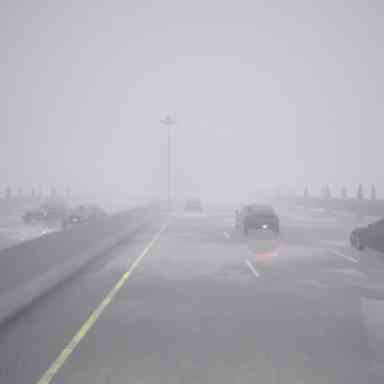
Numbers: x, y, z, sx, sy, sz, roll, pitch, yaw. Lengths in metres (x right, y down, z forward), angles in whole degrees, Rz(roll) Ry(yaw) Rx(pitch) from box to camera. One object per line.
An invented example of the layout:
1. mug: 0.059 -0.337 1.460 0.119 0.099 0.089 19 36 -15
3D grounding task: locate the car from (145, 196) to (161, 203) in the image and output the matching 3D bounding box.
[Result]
1. car: -6.984 1.375 62.590 2.033 1.411 5.357 0 0 1

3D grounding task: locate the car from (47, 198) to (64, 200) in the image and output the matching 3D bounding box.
1. car: -14.072 1.398 33.910 2.128 1.511 4.902 0 0 0

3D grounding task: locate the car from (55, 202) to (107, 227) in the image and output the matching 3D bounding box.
1. car: -7.085 1.503 22.141 1.994 1.385 4.181 0 0 0

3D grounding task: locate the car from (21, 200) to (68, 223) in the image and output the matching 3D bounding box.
1. car: -10.585 1.533 24.473 1.895 1.301 4.718 0 0 0

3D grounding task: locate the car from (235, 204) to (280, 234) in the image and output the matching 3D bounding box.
1. car: 3.609 1.452 18.877 1.837 1.490 4.892 0 0 0

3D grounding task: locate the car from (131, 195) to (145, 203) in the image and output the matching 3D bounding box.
1. car: -10.467 1.338 66.609 1.812 1.442 4.674 0 0 0

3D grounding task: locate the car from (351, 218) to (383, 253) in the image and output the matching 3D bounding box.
1. car: 7.106 1.495 11.058 1.812 1.442 4.674 0 0 0

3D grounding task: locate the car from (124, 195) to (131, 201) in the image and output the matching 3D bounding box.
1. car: -13.913 1.328 75.322 2.033 1.411 5.357 0 0 1

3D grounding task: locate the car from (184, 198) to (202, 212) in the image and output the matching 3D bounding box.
1. car: 0.121 1.387 37.815 2.128 1.511 4.902 0 0 0
